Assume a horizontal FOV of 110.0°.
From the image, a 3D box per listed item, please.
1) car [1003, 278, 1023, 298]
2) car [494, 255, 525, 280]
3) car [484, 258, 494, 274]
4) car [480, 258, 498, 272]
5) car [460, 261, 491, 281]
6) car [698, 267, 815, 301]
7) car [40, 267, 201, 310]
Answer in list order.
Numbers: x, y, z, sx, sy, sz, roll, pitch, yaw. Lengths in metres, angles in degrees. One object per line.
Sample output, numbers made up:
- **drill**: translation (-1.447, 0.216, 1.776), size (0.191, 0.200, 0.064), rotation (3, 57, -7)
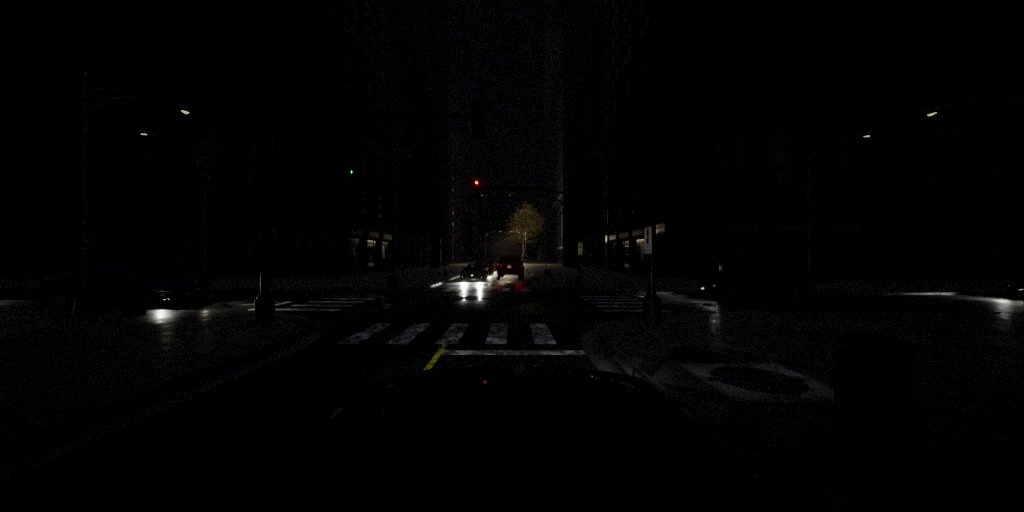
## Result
- **car**: translation (26.536, 1.338, 16.986), size (4.892, 1.490, 1.837), rotation (0, 0, 0)
- **car**: translation (-0.097, 0.972, 31.947), size (2.150, 2.045, 5.566), rotation (0, 0, 2)
- **car**: translation (-3.077, 1.232, 38.676), size (1.882, 1.535, 5.008), rotation (0, 0, 0)
- **car**: translation (-3.061, 1.116, 48.321), size (2.097, 1.767, 4.553), rotation (0, 0, 0)
- **car**: translation (-3.082, 1.314, 29.605), size (1.994, 1.385, 4.181), rotation (0, 0, 0)
- **car**: translation (11.469, 1.294, 17.006), size (4.892, 1.490, 1.837), rotation (0, 0, 0)
- **car**: translation (-14.903, 1.176, 13.820), size (5.008, 1.535, 1.882), rotation (0, 0, 2)
